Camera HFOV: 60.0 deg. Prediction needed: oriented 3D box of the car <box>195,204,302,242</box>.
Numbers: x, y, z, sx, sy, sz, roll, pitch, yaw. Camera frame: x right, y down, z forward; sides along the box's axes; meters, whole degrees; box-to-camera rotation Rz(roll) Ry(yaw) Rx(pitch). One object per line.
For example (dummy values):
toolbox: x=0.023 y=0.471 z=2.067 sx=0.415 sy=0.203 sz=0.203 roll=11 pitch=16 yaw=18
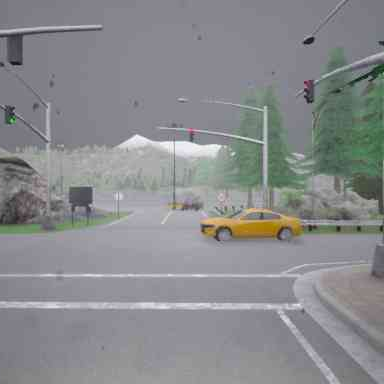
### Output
car: x=2.913 y=1.592 z=16.535 sx=5.008 sy=1.535 sz=1.882 roll=2 pitch=0 yaw=-10

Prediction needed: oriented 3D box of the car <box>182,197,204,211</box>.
car: x=0.267 y=1.540 z=43.431 sx=2.097 sy=1.767 sz=4.553 roll=0 pitch=0 yaw=14
